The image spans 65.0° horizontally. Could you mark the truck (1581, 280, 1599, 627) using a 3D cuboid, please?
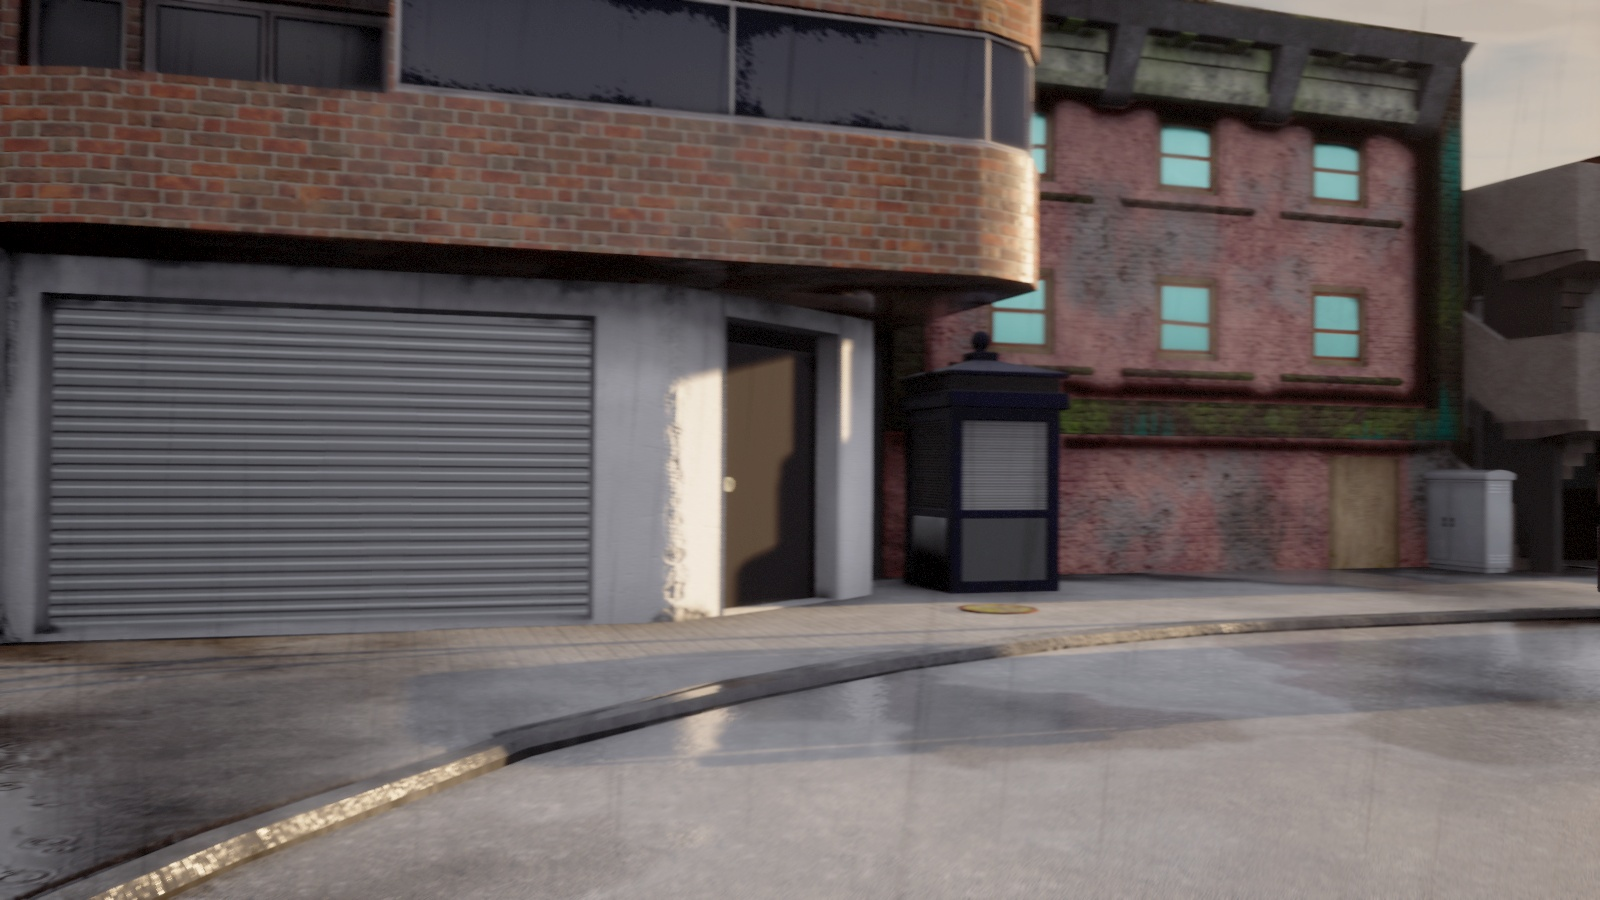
[{"bbox_3d":[12.151,0.027,12.535,7.936,3.462,2.891,0,-1,-18],"label":"truck"}]
